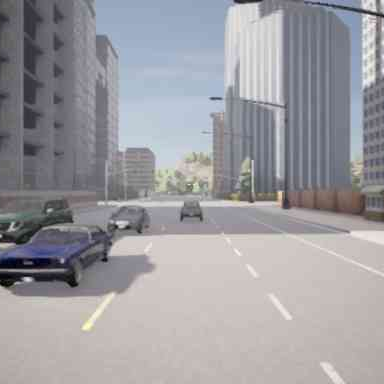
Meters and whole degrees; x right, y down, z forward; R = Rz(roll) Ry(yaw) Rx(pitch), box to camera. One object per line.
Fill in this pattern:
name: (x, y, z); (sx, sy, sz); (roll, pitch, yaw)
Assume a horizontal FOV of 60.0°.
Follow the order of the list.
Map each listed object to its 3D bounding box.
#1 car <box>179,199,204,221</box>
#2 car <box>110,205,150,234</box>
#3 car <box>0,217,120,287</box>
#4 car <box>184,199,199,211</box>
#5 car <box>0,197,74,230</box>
car: (-0.028, 1.561, 27.953); (2.128, 1.511, 4.902); (0, 0, 0)
car: (-3.641, 1.545, 19.821); (2.128, 1.511, 4.902); (0, 0, 0)
car: (-3.624, 1.630, 9.550); (1.895, 1.301, 4.718); (0, 0, 0)
car: (-0.076, 1.633, 43.985); (1.812, 1.442, 4.674); (0, 0, 0)
car: (-7.137, 1.266, 15.012); (2.150, 2.045, 5.566); (0, 0, 0)
